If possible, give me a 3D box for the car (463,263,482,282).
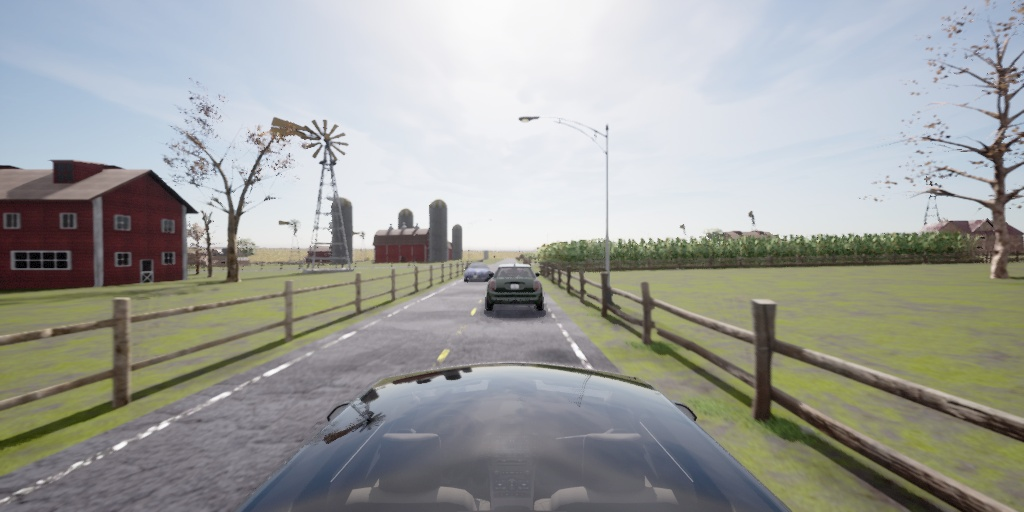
[{"bbox_3d":[-2.753,1.281,29.202,1.812,1.442,4.674,0,0,0],"label":"car"}]

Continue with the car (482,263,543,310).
[{"bbox_3d":[0.099,1.103,14.871,2.097,1.767,4.553,0,0,0],"label":"car"}]
